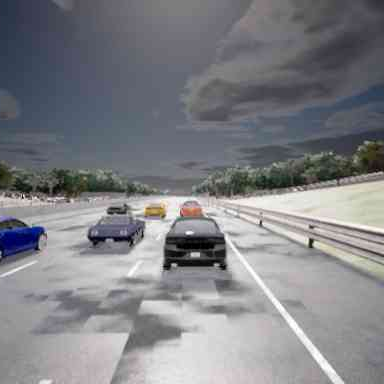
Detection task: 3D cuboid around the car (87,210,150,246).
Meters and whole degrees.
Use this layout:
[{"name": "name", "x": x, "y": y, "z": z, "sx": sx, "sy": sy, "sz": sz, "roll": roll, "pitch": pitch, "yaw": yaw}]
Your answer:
[{"name": "car", "x": -3.400, "y": 1.733, "z": 15.954, "sx": 1.895, "sy": 1.301, "sz": 4.718, "roll": 0, "pitch": 0, "yaw": 0}]

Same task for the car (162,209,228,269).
[{"name": "car", "x": 0.098, "y": 1.571, "z": 11.474, "sx": 1.882, "sy": 1.535, "sz": 5.008, "roll": 0, "pitch": 0, "yaw": 0}]

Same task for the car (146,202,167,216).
[{"name": "car", "x": -3.649, "y": 1.767, "z": 34.212, "sx": 1.882, "sy": 1.535, "sz": 5.008, "roll": 0, "pitch": 0, "yaw": -1}]

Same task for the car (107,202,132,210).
[{"name": "car", "x": -7.120, "y": 1.781, "z": 32.796, "sx": 1.837, "sy": 1.490, "sz": 4.892, "roll": 0, "pitch": 0, "yaw": -1}]

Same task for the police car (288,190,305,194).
[{"name": "police car", "x": 24.917, "y": 0.064, "z": 79.631, "sx": 2.038, "sy": 1.542, "sz": 4.974, "roll": 0, "pitch": -4, "yaw": -14}]

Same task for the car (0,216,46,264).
[{"name": "car", "x": -6.906, "y": 1.573, "z": 11.643, "sx": 1.882, "sy": 1.535, "sz": 5.008, "roll": 0, "pitch": 0, "yaw": 0}]

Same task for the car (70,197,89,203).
[{"name": "car", "x": -22.013, "y": 1.876, "z": 66.074, "sx": 2.097, "sy": 1.767, "sz": 4.553, "roll": 0, "pitch": 0, "yaw": -1}]

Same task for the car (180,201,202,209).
[{"name": "car", "x": -0.112, "y": 1.628, "z": 32.429, "sx": 2.097, "sy": 1.767, "sz": 4.553, "roll": 0, "pitch": 0, "yaw": -1}]

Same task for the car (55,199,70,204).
[{"name": "car", "x": -25.511, "y": 2.072, "z": 65.958, "sx": 1.994, "sy": 1.385, "sz": 4.181, "roll": 0, "pitch": 0, "yaw": -1}]

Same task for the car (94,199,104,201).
[{"name": "car", "x": -18.523, "y": 2.048, "z": 66.544, "sx": 1.812, "sy": 1.442, "sz": 4.674, "roll": 0, "pitch": 0, "yaw": -1}]
